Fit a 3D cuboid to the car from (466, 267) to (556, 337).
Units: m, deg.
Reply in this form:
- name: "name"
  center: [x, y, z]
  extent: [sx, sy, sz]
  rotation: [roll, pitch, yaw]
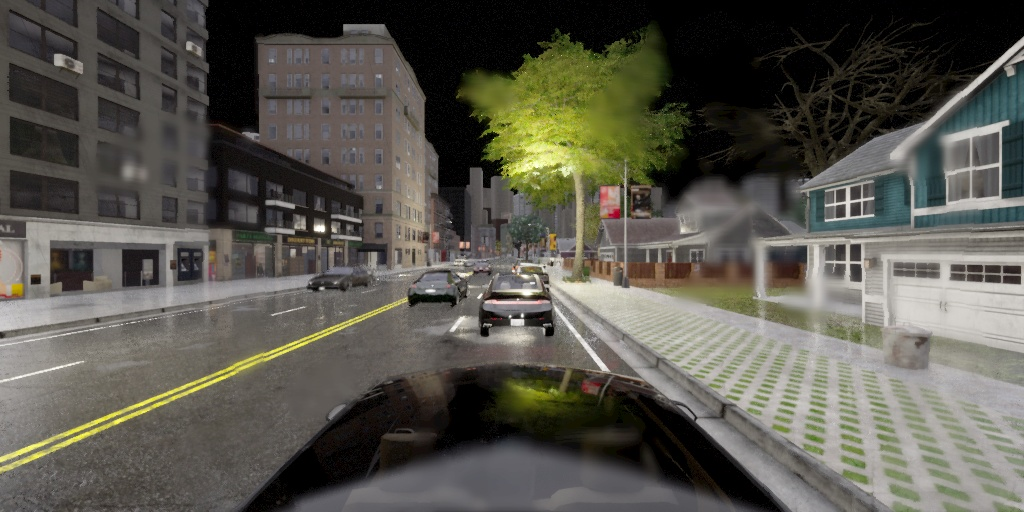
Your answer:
- name: "car"
  center: [0.122, 1.239, 10.278]
  extent: [2.128, 1.511, 4.902]
  rotation: [0, 0, 0]

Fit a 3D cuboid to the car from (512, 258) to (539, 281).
- name: "car"
  center: [1.055, 1.081, 30.388]
  extent: [2.097, 1.767, 4.553]
  rotation: [0, 0, 0]

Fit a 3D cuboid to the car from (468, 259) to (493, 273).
- name: "car"
  center: [-3.053, 1.270, 38.060]
  extent: [2.033, 1.411, 5.357]
  rotation: [0, 0, 0]

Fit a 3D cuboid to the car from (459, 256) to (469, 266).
- name: "car"
  center: [-6.431, 1.197, 56.272]
  extent: [2.128, 1.511, 4.902]
  rotation: [0, 0, 0]

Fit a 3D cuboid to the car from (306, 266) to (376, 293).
- name: "car"
  center: [-9.796, 1.286, 21.126]
  extent: [2.033, 1.411, 5.357]
  rotation: [0, 0, 0]

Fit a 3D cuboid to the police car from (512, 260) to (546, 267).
- name: "police car"
  center: [1.027, 1.165, 20.528]
  extent: [1.930, 1.638, 5.238]
  rotation: [0, 0, 0]

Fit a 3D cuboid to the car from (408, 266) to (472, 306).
- name: "car"
  center: [-3.112, 1.307, 15.731]
  extent: [1.994, 1.385, 4.181]
  rotation: [0, 0, 0]
